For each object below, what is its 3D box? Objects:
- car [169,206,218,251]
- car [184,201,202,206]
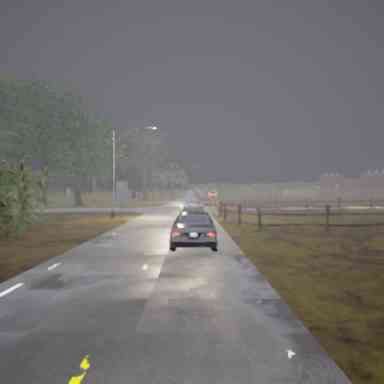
[{"bbox_3d":[0.086,1.504,13.846,2.033,1.411,5.357,0,0,1],"label":"car"},{"bbox_3d":[0.103,1.477,27.144,2.033,1.411,5.357,0,0,0],"label":"car"}]
